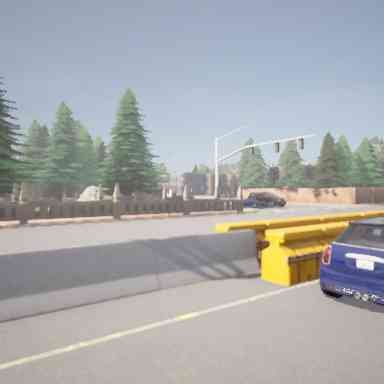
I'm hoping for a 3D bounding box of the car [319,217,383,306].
[{"bbox_3d":[4.817,1.300,7.149,4.553,1.767,2.097,0,0,-35],"label":"car"}]

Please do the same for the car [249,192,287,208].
[{"bbox_3d":[9.812,0.997,43.927,2.150,2.045,5.566,-1,0,-35],"label":"car"}]

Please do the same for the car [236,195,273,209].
[{"bbox_3d":[7.311,1.400,41.349,1.895,1.301,4.718,0,0,-35],"label":"car"}]
